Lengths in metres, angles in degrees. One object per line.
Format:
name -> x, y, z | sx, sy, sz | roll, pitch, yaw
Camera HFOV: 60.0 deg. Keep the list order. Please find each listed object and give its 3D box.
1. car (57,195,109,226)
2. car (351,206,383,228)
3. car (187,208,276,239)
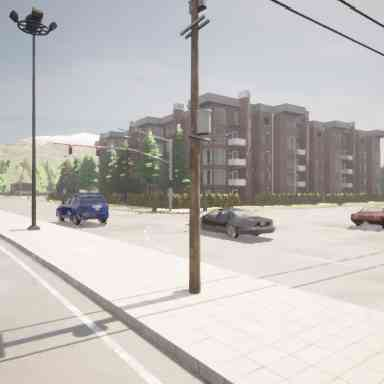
car -> -7.913, 1.221, 23.954 | 2.150, 2.045, 5.566 | 0, 0, -38
car -> 12.402, 1.601, 21.951 | 4.718, 1.301, 1.895 | 0, 0, -42
car -> 1.884, 1.548, 17.525 | 2.033, 1.411, 5.357 | 0, 0, -34
